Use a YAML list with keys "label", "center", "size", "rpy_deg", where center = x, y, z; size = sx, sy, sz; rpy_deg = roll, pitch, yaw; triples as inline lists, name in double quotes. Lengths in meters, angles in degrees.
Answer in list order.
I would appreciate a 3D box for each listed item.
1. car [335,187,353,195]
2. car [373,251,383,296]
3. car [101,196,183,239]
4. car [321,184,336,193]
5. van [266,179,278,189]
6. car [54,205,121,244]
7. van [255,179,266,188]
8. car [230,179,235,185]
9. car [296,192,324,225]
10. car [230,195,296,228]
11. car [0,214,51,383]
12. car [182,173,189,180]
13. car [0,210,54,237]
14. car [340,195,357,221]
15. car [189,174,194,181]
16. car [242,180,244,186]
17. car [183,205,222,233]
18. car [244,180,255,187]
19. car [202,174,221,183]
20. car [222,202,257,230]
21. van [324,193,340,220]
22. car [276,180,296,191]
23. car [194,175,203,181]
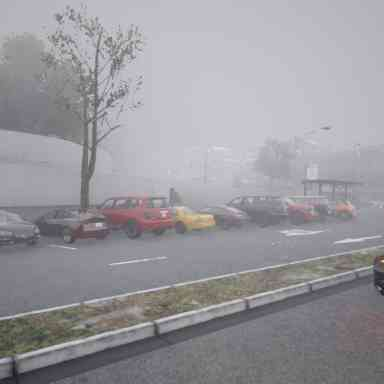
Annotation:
- label: "car"
  center: [26.223, 0.137, 56.444]
  size: [2.002, 1.452, 4.674]
  rpy_deg: [7, 3, 35]
- label: "car"
  center: [5.853, 1.515, 7.278]
  size: [4.892, 1.490, 1.837]
  rpy_deg: [0, 0, -35]
- label: "car"
  center: [-3.563, 1.248, 17.676]
  size: [5.566, 2.045, 2.435]
  rpy_deg: [-1, -1, 35]
- label: "car"
  center: [24.538, -0.425, 58.920]
  size: [2.435, 2.045, 5.566]
  rpy_deg: [7, 3, 35]
- label: "van"
  center: [17.588, -1.490, 68.683]
  size: [1.878, 1.987, 4.442]
  rpy_deg: [7, 4, 35]
- label: "car"
  center: [-6.012, 1.524, 15.936]
  size: [4.792, 1.488, 2.163]
  rpy_deg: [-1, -1, 35]
- label: "van"
  center: [15.864, -1.763, 71.158]
  size: [1.878, 1.987, 4.442]
  rpy_deg: [7, 4, 35]
- label: "car"
  center: [10.732, -2.316, 78.682]
  size: [2.002, 1.452, 4.674]
  rpy_deg: [7, 3, 35]
- label: "car"
  center: [6.318, 1.267, 24.573]
  size: [5.566, 2.045, 2.435]
  rpy_deg: [-1, -1, 35]
- label: "car"
  center: [3.801, 1.263, 22.873]
  size: [5.566, 2.045, 2.435]
  rpy_deg: [-1, -1, 35]
- label: "car"
  center: [-3.451, 1.214, 0.676]
  size: [5.566, 2.045, 2.150]
  rpy_deg: [1, -1, -35]
- label: "car"
  center: [0.282, -4.084, 93.410]
  size: [2.185, 1.767, 4.553]
  rpy_deg: [4, 1, 34]
- label: "car"
  center: [-8.435, 1.493, 14.195]
  size: [4.892, 1.521, 2.231]
  rpy_deg: [-1, -1, 35]
- label: "car"
  center: [11.273, 1.404, 27.983]
  size: [4.553, 1.767, 2.185]
  rpy_deg: [-1, -1, 35]
- label: "car"
  center: [2.007, -3.849, 90.936]
  size: [2.185, 1.767, 4.553]
  rpy_deg: [6, 3, 34]
- label: "car"
  center: [12.469, -2.043, 76.217]
  size: [2.002, 1.452, 4.674]
  rpy_deg: [7, 4, 35]
- label: "car"
  center: [-1.240, 1.503, 19.499]
  size: [5.366, 1.575, 1.946]
  rpy_deg: [-1, -1, 35]
- label: "car"
  center: [14.296, -1.811, 73.892]
  size: [1.946, 1.575, 5.366]
  rpy_deg: [7, 3, 35]
- label: "car"
  center: [5.642, -3.175, 86.203]
  size: [1.946, 1.575, 5.366]
  rpy_deg: [7, 3, 34]
- label: "car"
  center: [1.370, 1.549, 21.121]
  size: [4.674, 1.452, 2.002]
  rpy_deg: [-1, -1, 35]
- label: "van"
  center: [8.860, 1.297, 26.237]
  size: [4.442, 1.987, 1.878]
  rpy_deg: [-1, -1, 35]
- label: "car"
  center: [19.343, -0.991, 66.317]
  size: [2.231, 1.521, 4.892]
  rpy_deg: [7, 3, 35]
- label: "car"
  center: [3.796, -3.698, 88.466]
  size: [2.435, 2.045, 5.566]
  rpy_deg: [7, 3, 34]
